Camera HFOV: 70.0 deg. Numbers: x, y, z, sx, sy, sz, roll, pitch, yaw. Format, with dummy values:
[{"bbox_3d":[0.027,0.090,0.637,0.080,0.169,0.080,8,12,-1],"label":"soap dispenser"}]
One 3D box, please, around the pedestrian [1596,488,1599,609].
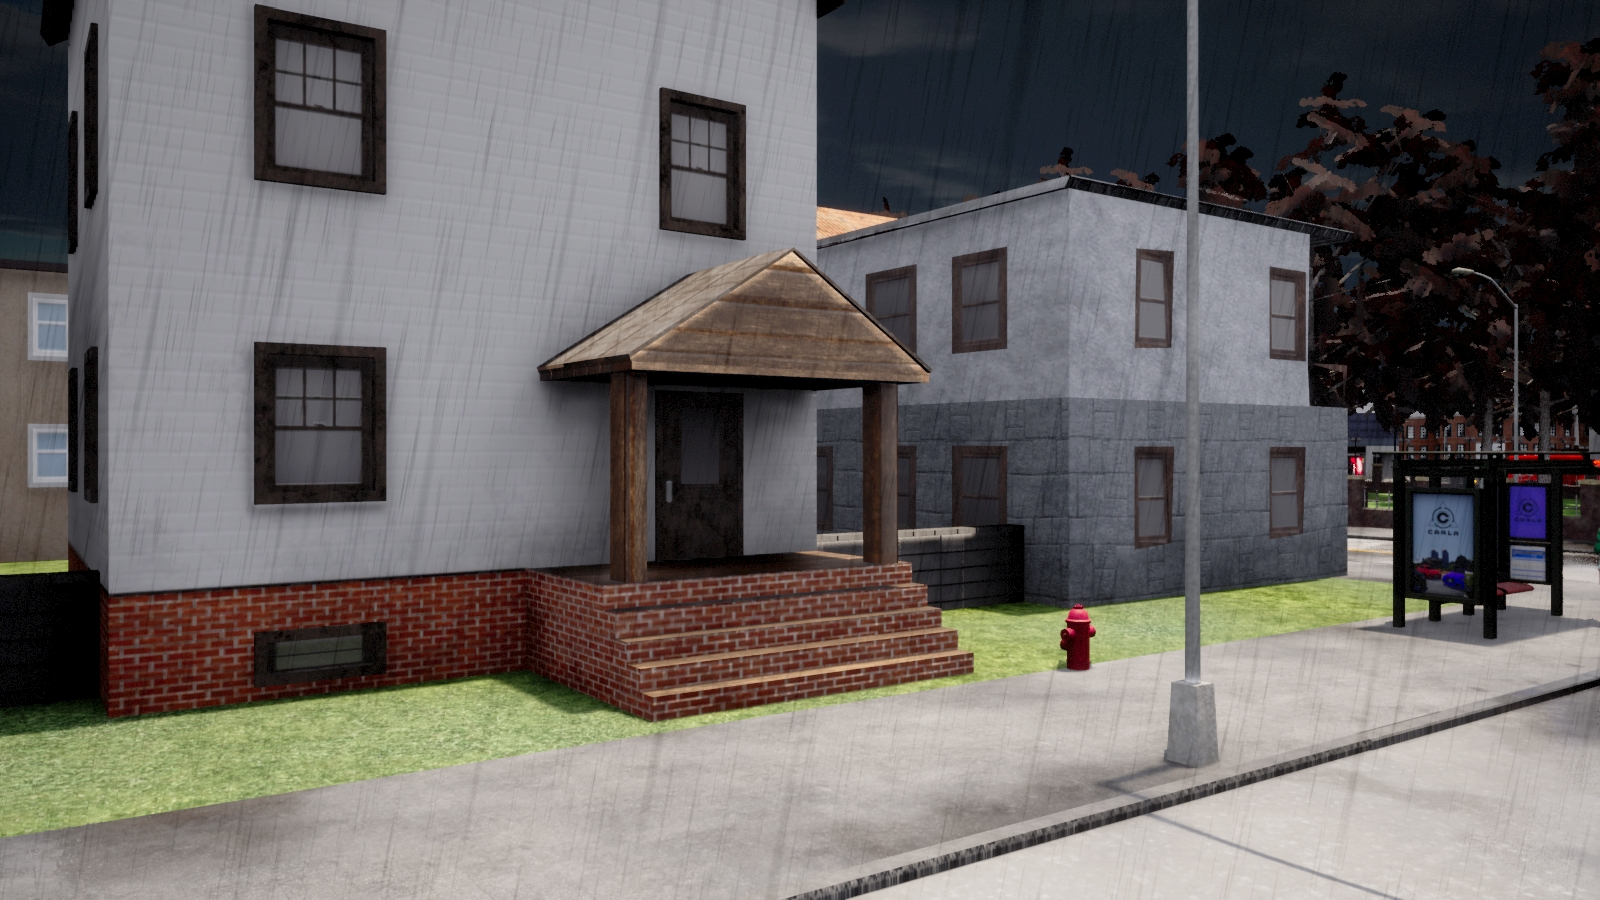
[{"bbox_3d":[12.526,1.516,17.552,0.375,1.860,0.375,0,0,-32],"label":"pedestrian"}]
